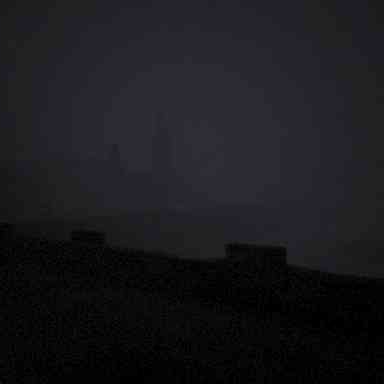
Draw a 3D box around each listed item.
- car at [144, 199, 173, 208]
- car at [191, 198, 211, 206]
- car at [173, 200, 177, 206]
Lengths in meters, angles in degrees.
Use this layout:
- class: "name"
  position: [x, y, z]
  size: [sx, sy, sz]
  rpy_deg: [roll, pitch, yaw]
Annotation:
- class: "car"
  position: [-5.744, 1.905, 54.381]
  size: [1.837, 1.490, 4.892]
  rpy_deg: [-1, 0, 36]
- class: "car"
  position: [1.797, 1.889, 64.998]
  size: [2.128, 1.511, 4.902]
  rpy_deg: [-1, 0, 35]
- class: "car"
  position: [-4.941, 1.989, 62.453]
  size: [2.033, 1.411, 5.357]
  rpy_deg: [-1, 0, 36]
